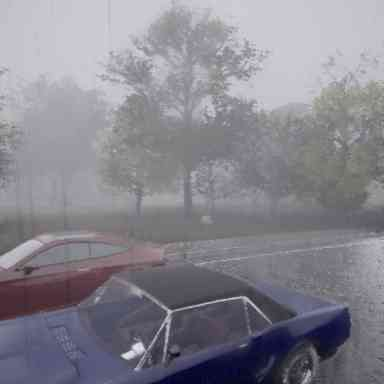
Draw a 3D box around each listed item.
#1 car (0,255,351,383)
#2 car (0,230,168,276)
[{"bbox_3d":[-0.461,1.589,3.519,4.718,1.301,1.895,0,0,-34],"label":"car"},{"bbox_3d":[-2.569,1.502,6.285,4.674,1.442,1.812,0,0,-34],"label":"car"}]
